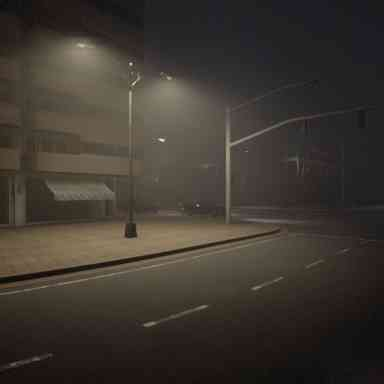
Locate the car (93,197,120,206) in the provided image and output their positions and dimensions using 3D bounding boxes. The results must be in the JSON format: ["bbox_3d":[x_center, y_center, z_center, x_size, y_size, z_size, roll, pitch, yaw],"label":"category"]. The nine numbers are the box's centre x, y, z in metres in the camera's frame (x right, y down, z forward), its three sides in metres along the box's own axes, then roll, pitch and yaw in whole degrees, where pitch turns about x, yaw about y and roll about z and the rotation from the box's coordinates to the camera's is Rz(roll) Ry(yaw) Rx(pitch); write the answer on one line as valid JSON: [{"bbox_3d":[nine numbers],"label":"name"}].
[{"bbox_3d":[-15.254,1.603,59.220,5.357,1.411,2.033,0,0,41],"label":"car"}]

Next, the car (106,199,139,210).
[{"bbox_3d":[-9.364,1.656,44.739,4.718,1.301,1.895,0,0,41],"label":"car"}]

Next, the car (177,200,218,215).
[{"bbox_3d":[0.528,1.619,36.233,4.181,1.385,1.994,0,0,41],"label":"car"}]

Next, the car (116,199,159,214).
[{"bbox_3d":[-5.836,1.533,37.088,5.008,1.535,1.882,0,0,41],"label":"car"}]

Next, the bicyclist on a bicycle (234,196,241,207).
[{"bbox_3d":[6.424,1.356,46.966,0.582,1.620,1.656,0,0,41],"label":"bicyclist on a bicycle"}]

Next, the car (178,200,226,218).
[{"bbox_3d":[1.353,1.547,30.890,4.902,1.511,2.128,0,0,41],"label":"car"}]
